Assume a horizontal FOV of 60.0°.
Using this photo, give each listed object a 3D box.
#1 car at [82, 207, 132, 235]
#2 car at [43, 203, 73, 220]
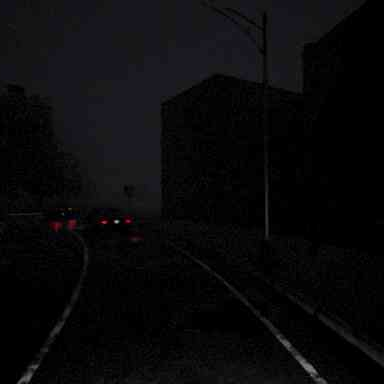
[{"bbox_3d":[-4.998,1.590,19.205,2.033,1.411,5.357,0,-1,-27],"label":"car"},{"bbox_3d":[-12.359,1.734,30.560,2.128,1.511,4.902,0,-1,-33],"label":"car"}]
